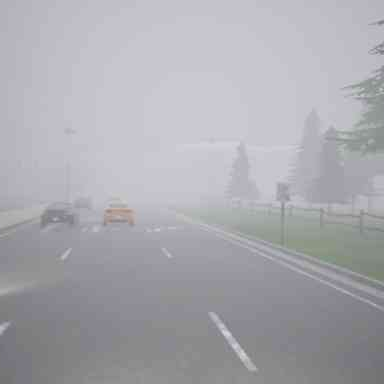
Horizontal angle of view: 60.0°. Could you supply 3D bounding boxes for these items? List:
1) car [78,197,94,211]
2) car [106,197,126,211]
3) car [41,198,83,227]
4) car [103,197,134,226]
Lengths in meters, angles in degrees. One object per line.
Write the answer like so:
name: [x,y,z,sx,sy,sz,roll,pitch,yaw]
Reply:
car: [-12.012,1.265,36.889,2.033,1.411,5.357,1,0,-13]
car: [-8.903,1.344,38.934,2.033,1.411,5.357,1,0,-13]
car: [-8.223,1.331,20.988,1.812,1.442,4.674,1,0,-13]
car: [-5.010,1.364,22.601,1.882,1.535,5.008,1,0,-13]
